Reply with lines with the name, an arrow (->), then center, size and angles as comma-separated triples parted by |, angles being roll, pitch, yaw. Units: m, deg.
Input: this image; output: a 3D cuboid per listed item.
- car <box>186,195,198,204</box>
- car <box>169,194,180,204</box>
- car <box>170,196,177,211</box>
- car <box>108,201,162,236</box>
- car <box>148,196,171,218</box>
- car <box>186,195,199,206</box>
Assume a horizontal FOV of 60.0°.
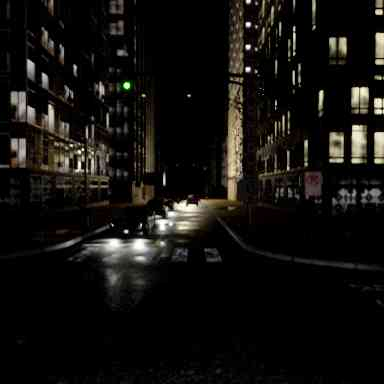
car -> 0.047, 1.293, 59.633 | 2.128, 1.511, 4.902 | 0, 0, 0
car -> -2.957, 1.090, 53.818 | 1.882, 1.535, 5.008 | 0, 0, 0
car -> -3.061, 1.450, 38.421 | 1.895, 1.301, 4.718 | 0, 0, 0
car -> -3.083, 1.459, 18.250 | 2.033, 1.411, 5.357 | 0, 0, 0
car -> -3.071, 1.384, 28.480 | 1.837, 1.490, 4.892 | 0, 0, 0
car -> 0.039, 1.375, 49.216 | 2.033, 1.411, 5.357 | 0, 0, 0
